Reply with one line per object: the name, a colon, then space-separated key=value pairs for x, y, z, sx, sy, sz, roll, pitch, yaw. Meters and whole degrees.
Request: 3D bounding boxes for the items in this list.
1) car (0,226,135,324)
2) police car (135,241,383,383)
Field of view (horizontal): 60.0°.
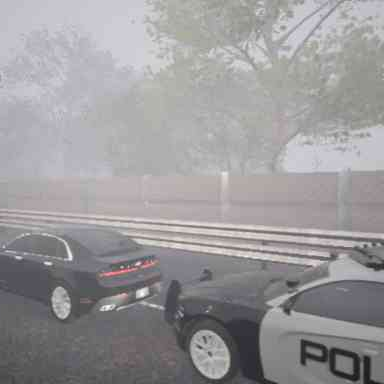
car: x=-2.837 y=1.497 z=7.191 sx=4.892 sy=1.490 sz=1.837 roll=0 pitch=0 yaw=36
police car: x=1.954 y=1.428 z=3.762 sx=5.238 sy=1.638 sz=1.930 roll=0 pitch=0 yaw=36
